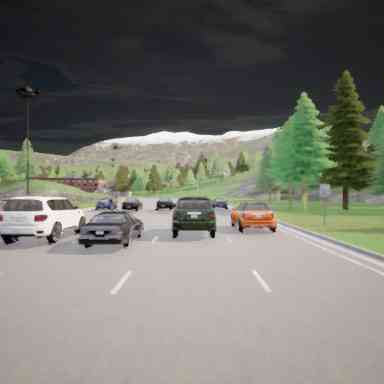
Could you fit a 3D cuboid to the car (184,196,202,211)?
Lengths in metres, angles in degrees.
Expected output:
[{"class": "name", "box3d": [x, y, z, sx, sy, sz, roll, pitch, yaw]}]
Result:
[{"class": "car", "box3d": [0.098, 1.358, 42.297, 2.097, 1.767, 4.553, 0, 0, 0]}]

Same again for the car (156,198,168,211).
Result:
[{"class": "car", "box3d": [-3.400, 1.484, 41.879, 1.882, 1.535, 5.008, 0, 0, 0]}]

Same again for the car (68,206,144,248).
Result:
[{"class": "car", "box3d": [-3.398, 1.550, 14.782, 2.033, 1.411, 5.357, 0, 0, 0]}]

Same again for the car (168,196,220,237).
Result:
[{"class": "car", "box3d": [0.102, 1.224, 18.088, 2.150, 2.045, 5.566, 0, 0, 0]}]

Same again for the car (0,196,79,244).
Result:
[{"class": "car", "box3d": [-6.900, 1.222, 15.905, 2.150, 2.045, 5.566, 0, 0, 0]}]

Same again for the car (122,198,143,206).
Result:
[{"class": "car", "box3d": [-6.900, 1.484, 38.767, 1.882, 1.535, 5.008, 0, 0, 0]}]

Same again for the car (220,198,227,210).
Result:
[{"class": "car", "box3d": [3.599, 1.533, 43.759, 1.812, 1.442, 4.674, 0, 0, 0]}]

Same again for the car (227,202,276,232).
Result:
[{"class": "car", "box3d": [3.601, 1.355, 20.211, 2.097, 1.767, 4.553, 0, 0, 0]}]

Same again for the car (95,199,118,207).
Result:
[{"class": "car", "box3d": [-10.400, 1.532, 40.556, 1.812, 1.442, 4.674, 0, 0, 0]}]
